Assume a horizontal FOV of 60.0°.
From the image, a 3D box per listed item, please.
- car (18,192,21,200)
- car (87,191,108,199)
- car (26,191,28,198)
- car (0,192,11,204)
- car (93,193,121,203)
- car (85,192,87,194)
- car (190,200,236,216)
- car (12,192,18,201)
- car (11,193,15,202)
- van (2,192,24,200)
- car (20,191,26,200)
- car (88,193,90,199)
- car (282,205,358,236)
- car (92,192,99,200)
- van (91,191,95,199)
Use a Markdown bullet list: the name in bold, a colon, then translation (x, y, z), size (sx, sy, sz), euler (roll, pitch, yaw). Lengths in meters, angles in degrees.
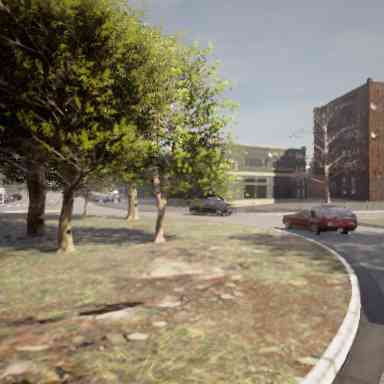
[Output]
- **car**: translation (-39.708, 1.314, 70.379), size (4.892, 1.521, 2.231), euler (0, 1, -20)
- **car**: translation (-26.000, 0.866, 91.371), size (5.566, 2.045, 2.435), euler (0, 1, -20)
- **car**: translation (-44.500, 1.155, 83.305), size (5.008, 1.535, 2.097), euler (0, 1, -20)
- **car**: translation (-35.836, 1.285, 60.042), size (4.553, 1.767, 2.185), euler (0, 0, -20)
- **car**: translation (-16.357, 1.433, 65.301), size (4.792, 1.488, 2.163), euler (0, 0, -20)
- **car**: translation (-23.974, 0.933, 86.060), size (5.566, 2.045, 2.435), euler (0, 1, -20)
- **car**: translation (1.968, 1.514, 32.359), size (4.902, 1.511, 2.128), euler (0, 0, 38)
- **car**: translation (-38.712, 1.215, 67.801), size (4.553, 1.767, 2.185), euler (0, 1, -20)
- **car**: translation (-36.830, 1.390, 62.620), size (5.008, 1.535, 2.097), euler (0, 0, -20)
- **van**: translation (-43.426, 0.960, 80.759), size (4.442, 1.987, 1.878), euler (0, 1, -20)
- **car**: translation (-41.645, 0.998, 75.538), size (5.566, 2.045, 2.435), euler (0, 1, -20)
- **car**: translation (-22.122, 1.250, 80.956), size (5.008, 1.535, 2.097), euler (0, 1, -20)
- **car**: translation (6.930, 1.605, 18.711), size (1.895, 1.301, 4.718), euler (0, 0, -12)
- **car**: translation (-18.186, 1.244, 70.418), size (4.553, 1.767, 2.185), euler (0, 0, -20)
- **van**: translation (-19.333, 1.120, 73.094), size (4.442, 1.987, 1.878), euler (0, 1, -20)
